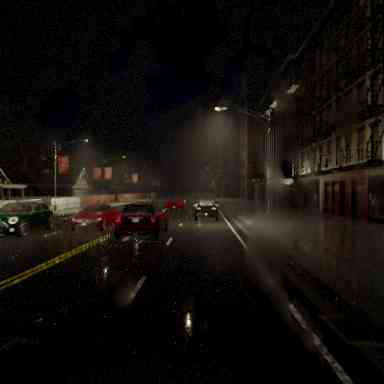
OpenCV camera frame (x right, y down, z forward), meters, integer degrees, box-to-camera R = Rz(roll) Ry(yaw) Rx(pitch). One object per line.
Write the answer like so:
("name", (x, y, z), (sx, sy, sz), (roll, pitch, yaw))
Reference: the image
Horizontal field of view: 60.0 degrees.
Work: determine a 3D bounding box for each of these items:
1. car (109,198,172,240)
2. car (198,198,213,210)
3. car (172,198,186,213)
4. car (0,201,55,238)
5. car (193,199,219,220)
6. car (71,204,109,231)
("car", (-2.462, 1.321, 17.126), (2.097, 1.767, 4.553), (0, 0, 2))
("car", (1.743, 1.500, 43.187), (1.895, 1.301, 4.718), (0, 0, 2))
("car", (-1.753, 1.397, 36.470), (1.882, 1.535, 5.008), (0, -1, 2))
("car", (-9.127, 1.319, 17.575), (2.097, 1.767, 4.553), (0, 0, 2))
("car", (1.155, 1.437, 27.105), (2.128, 1.511, 4.902), (0, 0, 2))
("car", (-5.758, 1.487, 20.336), (1.812, 1.442, 4.674), (0, 0, 2))
